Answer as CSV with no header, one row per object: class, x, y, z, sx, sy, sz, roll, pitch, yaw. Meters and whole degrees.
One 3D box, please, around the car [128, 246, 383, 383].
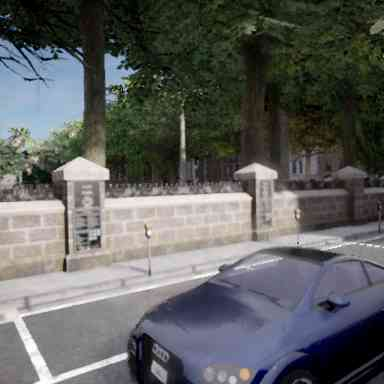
car,1.309,1.468,4.306,4.181,1.385,1.994,-2,1,-35
